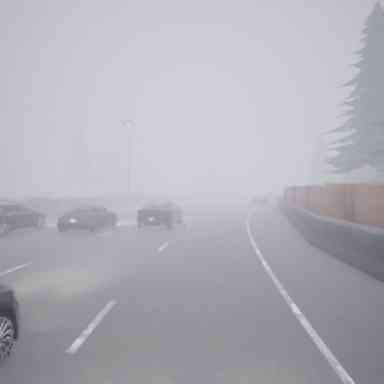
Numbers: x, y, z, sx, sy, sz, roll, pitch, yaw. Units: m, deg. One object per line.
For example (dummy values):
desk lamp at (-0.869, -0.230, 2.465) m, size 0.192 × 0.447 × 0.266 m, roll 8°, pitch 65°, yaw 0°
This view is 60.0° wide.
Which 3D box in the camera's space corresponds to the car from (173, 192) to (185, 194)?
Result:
car at (-3.038, 0.663, 73.594) m, size 2.128 × 1.511 × 4.902 m, roll 1°, pitch 1°, yaw 27°

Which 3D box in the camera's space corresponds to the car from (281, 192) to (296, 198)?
car at (21.909, 0.707, 75.232) m, size 1.895 × 1.301 × 4.718 m, roll 1°, pitch 1°, yaw 32°

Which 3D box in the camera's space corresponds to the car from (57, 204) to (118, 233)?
car at (-5.556, 1.338, 18.158) m, size 1.994 × 1.385 × 4.181 m, roll 0°, pitch 1°, yaw 7°

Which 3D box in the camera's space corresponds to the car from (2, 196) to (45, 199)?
car at (-16.944, 1.090, 35.219) m, size 2.033 × 1.411 × 5.357 m, roll 0°, pitch 1°, yaw 13°

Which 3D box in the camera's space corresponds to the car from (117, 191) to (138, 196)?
car at (-14.648, 0.462, 73.751) m, size 2.097 × 1.767 × 4.553 m, roll 0°, pitch 1°, yaw 25°

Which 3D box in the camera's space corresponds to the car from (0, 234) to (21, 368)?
car at (-3.280, 1.450, 2.585) m, size 2.128 × 1.511 × 4.902 m, roll 0°, pitch 1°, yaw 1°

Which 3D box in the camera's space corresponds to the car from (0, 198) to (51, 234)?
car at (-9.270, 1.284, 16.640) m, size 1.837 × 1.490 × 4.892 m, roll 0°, pitch 1°, yaw 7°

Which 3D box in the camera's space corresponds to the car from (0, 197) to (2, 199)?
car at (-20.684, 1.105, 34.311) m, size 1.994 × 1.385 × 4.181 m, roll 0°, pitch 1°, yaw 13°

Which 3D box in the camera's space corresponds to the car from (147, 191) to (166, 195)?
car at (-7.273, 0.631, 72.908) m, size 1.837 × 1.490 × 4.892 m, roll 0°, pitch 1°, yaw 25°

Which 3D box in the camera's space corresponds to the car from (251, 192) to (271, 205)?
car at (9.465, 1.030, 46.532) m, size 1.812 × 1.442 × 4.674 m, roll 0°, pitch 1°, yaw 20°

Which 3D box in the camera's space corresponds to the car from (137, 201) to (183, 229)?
car at (-1.798, 1.245, 19.869) m, size 1.882 × 1.535 × 5.008 m, roll 0°, pitch 1°, yaw 8°

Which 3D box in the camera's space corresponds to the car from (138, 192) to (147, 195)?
car at (-10.387, 0.693, 74.506) m, size 1.895 × 1.301 × 4.718 m, roll 0°, pitch 1°, yaw 25°

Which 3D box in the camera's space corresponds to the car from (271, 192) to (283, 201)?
car at (15.194, 0.690, 63.308) m, size 2.097 × 1.767 × 4.553 m, roll 1°, pitch 1°, yaw 27°
